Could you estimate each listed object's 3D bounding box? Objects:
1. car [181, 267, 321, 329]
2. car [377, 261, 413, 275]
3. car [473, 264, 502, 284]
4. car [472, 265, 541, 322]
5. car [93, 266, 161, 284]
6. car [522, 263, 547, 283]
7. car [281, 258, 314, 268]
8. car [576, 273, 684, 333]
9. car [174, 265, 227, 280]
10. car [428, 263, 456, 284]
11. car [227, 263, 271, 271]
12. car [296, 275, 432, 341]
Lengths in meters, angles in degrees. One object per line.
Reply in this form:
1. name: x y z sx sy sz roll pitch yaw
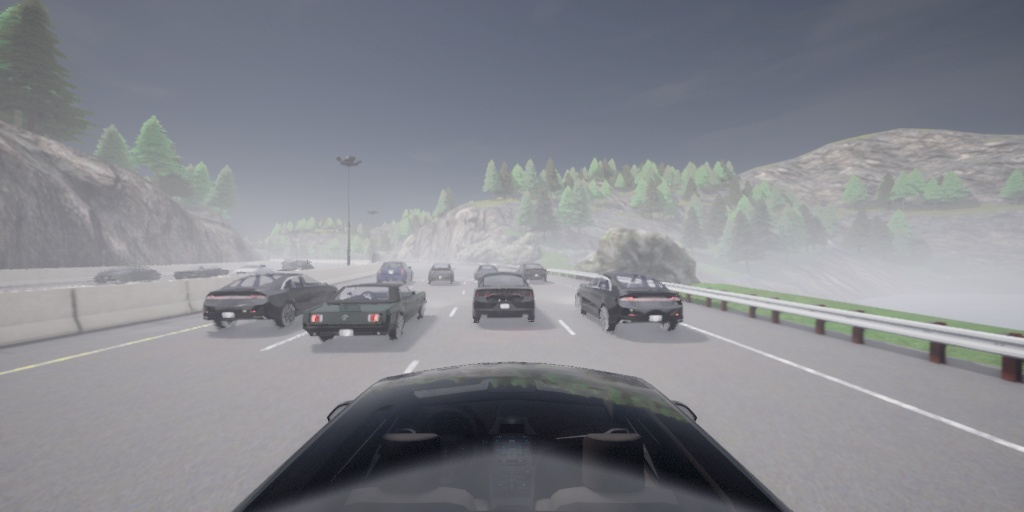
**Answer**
1. car: -7.286 1.283 11.466 2.128 1.511 4.902 0 0 -3
2. car: -8.943 1.188 27.718 2.097 1.767 4.553 0 0 -8
3. car: -1.987 1.385 28.488 1.994 1.385 4.181 0 0 -8
4. car: -0.335 1.255 12.433 1.882 1.535 5.008 0 0 -3
5. car: -30.523 1.454 28.609 1.994 1.385 4.181 0 0 -10
6. car: 1.477 1.292 29.047 1.882 1.535 5.008 0 0 -8
7. car: -21.068 1.236 35.176 2.097 1.767 4.553 0 0 -11
8. car: 3.258 1.256 10.848 2.128 1.511 4.902 0 0 -3
9. car: -27.547 1.492 31.956 1.895 1.301 4.718 0 0 -11
10. car: -5.415 1.319 27.822 2.128 1.511 4.902 0 0 -8
11. car: -24.373 1.414 33.903 1.812 1.442 4.674 0 0 -11
12. car: -3.682 1.380 9.982 1.895 1.301 4.718 0 0 -3
